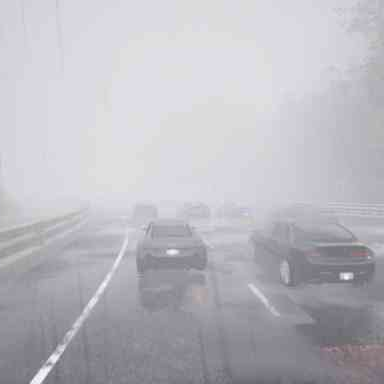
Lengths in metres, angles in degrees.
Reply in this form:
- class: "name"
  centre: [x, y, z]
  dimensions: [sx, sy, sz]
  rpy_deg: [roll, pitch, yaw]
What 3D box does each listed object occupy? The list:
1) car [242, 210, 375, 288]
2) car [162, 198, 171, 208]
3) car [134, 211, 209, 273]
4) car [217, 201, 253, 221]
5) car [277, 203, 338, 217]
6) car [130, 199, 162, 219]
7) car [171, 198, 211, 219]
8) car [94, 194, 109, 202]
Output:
- class: "car"
  centre: [2.962, 1.479, 9.254]
  dimensions: [1.837, 1.490, 4.892]
  rpy_deg: [0, 0, -5]
- class: "car"
  centre: [-3.589, 1.496, 46.576]
  dimensions: [1.994, 1.385, 4.181]
  rpy_deg: [0, 0, -25]
- class: "car"
  centre: [-0.718, 1.546, 10.716]
  dimensions: [1.994, 1.385, 4.181]
  rpy_deg: [0, 0, -6]
- class: "car"
  centre: [3.438, 1.467, 26.858]
  dimensions: [1.812, 1.442, 4.674]
  rpy_deg: [0, 0, -14]
- class: "car"
  centre: [6.695, 1.433, 20.669]
  dimensions: [2.128, 1.511, 4.902]
  rpy_deg: [0, 0, -24]
- class: "car"
  centre: [-4.143, 1.443, 28.210]
  dimensions: [1.882, 1.535, 5.008]
  rpy_deg: [0, 0, -16]
- class: "car"
  centre: [0.017, 1.446, 26.208]
  dimensions: [2.128, 1.511, 4.902]
  rpy_deg: [0, 0, -14]
- class: "car"
  centre: [-19.897, 1.298, 73.003]
  dimensions: [2.097, 1.767, 4.553]
  rpy_deg: [0, 0, -36]
